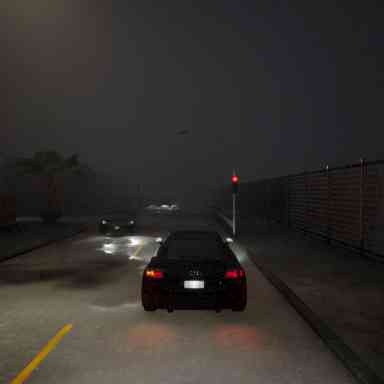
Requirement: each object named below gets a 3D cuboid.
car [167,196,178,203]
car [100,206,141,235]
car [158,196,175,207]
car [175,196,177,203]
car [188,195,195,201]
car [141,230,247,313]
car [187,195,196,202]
[{"bbox_3d":[-4.134,1.540,71.354,2.033,1.411,5.357,0,0,0],"label":"car"},{"bbox_3d":[-3.957,1.526,19.104,1.812,1.442,4.674,1,0,-4],"label":"car"},{"bbox_3d":[-4.189,1.478,51.780,1.882,1.535,5.008,0,0,0],"label":"car"},{"bbox_3d":[-4.179,1.491,61.045,2.128,1.511,4.902,0,0,0],"label":"car"},{"bbox_3d":[-0.162,1.524,85.717,1.812,1.442,4.674,0,0,0],"label":"car"},{"bbox_3d":[0.049,1.564,7.746,1.994,1.385,4.181,0,0,0],"label":"car"},{"bbox_3d":[-0.141,1.524,75.476,1.812,1.442,4.674,0,0,0],"label":"car"}]
